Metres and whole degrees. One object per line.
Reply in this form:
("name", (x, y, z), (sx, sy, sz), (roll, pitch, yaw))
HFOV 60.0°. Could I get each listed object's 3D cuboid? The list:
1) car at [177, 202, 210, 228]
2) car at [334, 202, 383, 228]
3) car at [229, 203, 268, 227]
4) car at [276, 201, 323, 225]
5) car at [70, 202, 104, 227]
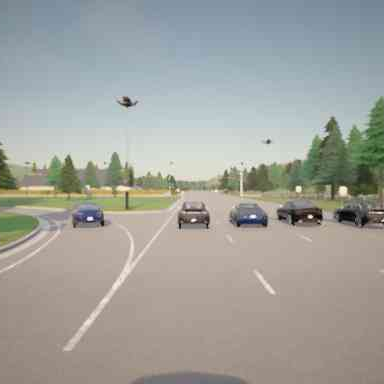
("car", (0.104, 1.343, 20.793), (2.128, 1.511, 4.902), (0, 0, 0))
("car", (10.603, 1.344, 20.791), (2.128, 1.511, 4.902), (0, 0, 0))
("car", (3.603, 1.410, 21.613), (1.994, 1.385, 4.181), (0, 0, 0))
("car", (7.104, 1.318, 22.401), (1.882, 1.535, 5.008), (0, 0, 0))
("car", (-6.809, 1.372, 21.447), (1.812, 1.442, 4.674), (0, 0, -23))
